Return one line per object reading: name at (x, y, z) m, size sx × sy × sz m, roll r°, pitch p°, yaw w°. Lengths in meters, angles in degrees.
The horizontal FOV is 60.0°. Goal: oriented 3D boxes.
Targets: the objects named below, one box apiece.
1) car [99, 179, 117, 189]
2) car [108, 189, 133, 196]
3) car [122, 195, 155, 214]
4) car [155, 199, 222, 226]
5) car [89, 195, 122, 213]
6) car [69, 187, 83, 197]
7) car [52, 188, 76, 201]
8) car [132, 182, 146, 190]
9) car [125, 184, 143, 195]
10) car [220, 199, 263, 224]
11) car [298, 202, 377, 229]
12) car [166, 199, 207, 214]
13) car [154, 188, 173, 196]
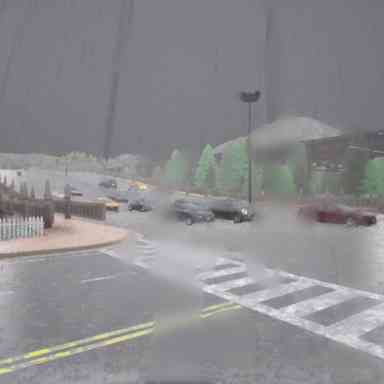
car at (-17.648, -1.706, 69.989) m, size 2.150 × 2.045 × 5.566 m, roll 0°, pitch 7°, yaw -37°
car at (-11.014, 0.851, 49.310) m, size 1.837 × 1.490 × 4.892 m, roll 0°, pitch 4°, yaw -37°
car at (-5.214, 1.463, 35.819) m, size 2.128 × 1.511 × 4.902 m, roll 0°, pitch 1°, yaw -37°
car at (-0.391, 1.505, 23.678) m, size 1.837 × 1.490 × 4.892 m, roll 0°, pitch 0°, yaw -37°
car at (-9.431, 1.403, 35.585) m, size 1.882 × 1.535 × 5.008 m, roll 0°, pitch 1°, yaw -37°
car at (-19.712, -0.054, 55.149) m, size 2.033 × 1.411 × 5.357 m, roll 0°, pitch 7°, yaw -36°
car at (-18.807, 0.568, 48.046) m, size 1.812 × 1.442 × 4.674 m, roll 0°, pitch 5°, yaw -37°
car at (-11.950, -1.425, 74.018) m, size 1.882 × 1.535 × 5.008 m, roll 0°, pitch 7°, yaw -37°
car at (-11.528, -0.064, 61.964) m, size 1.895 × 1.301 × 4.718 m, roll 0°, pitch 7°, yaw -37°
car at (3.116, 1.351, 24.845) m, size 2.097 × 1.767 × 4.553 m, roll 0°, pitch 0°, yaw -37°
car at (9.534, 1.477, 22.183) m, size 1.882 × 1.535 × 5.008 m, roll 0°, pitch 0°, yaw -37°
car at (-0.670, 1.498, 35.621) m, size 1.837 × 1.490 × 4.892 m, roll 0°, pitch 0°, yaw -37°
car at (-5.686, -0.126, 65.843) m, size 2.128 × 1.511 × 4.902 m, roll 0°, pitch 7°, yaw -37°
